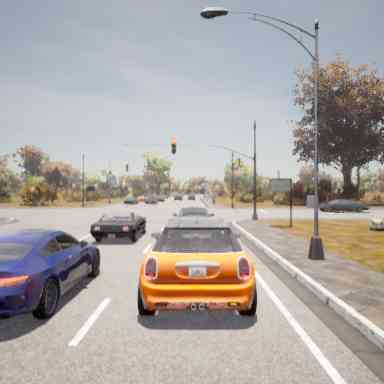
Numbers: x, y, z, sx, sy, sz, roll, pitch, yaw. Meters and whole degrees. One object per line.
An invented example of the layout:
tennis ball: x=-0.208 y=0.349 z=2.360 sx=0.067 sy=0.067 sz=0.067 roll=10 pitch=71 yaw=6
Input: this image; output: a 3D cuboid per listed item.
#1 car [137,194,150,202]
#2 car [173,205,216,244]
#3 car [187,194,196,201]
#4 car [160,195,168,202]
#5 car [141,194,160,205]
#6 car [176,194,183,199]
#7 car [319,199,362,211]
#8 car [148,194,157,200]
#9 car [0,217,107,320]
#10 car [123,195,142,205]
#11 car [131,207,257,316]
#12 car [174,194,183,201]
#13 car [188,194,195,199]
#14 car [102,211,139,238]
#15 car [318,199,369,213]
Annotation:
car: x=-10.564 y=1.306 z=73.123 sx=2.097 sy=1.767 sz=4.553 roll=0 pitch=0 yaw=0
car: x=0.085 y=1.493 z=16.636 sx=1.837 sy=1.490 sz=4.892 roll=0 pitch=0 yaw=0
car: x=-0.070 y=1.435 z=84.649 sx=1.837 sy=1.490 sz=4.892 roll=0 pitch=0 yaw=0
car: x=-7.064 y=1.428 z=73.152 sx=1.882 sy=1.535 sz=5.008 roll=0 pitch=0 yaw=0
car: x=-7.122 y=1.465 z=57.923 sx=1.837 sy=1.490 sz=4.892 roll=0 pitch=0 yaw=0
car: x=-3.539 y=1.310 z=95.055 sx=1.812 sy=1.442 sz=4.674 roll=0 pitch=0 yaw=1
car: x=17.590 y=1.536 z=39.482 sx=4.181 sy=1.385 sz=1.994 roll=0 pitch=0 yaw=3
car: x=-10.566 y=1.402 z=88.635 sx=1.882 sy=1.535 sz=5.008 roll=0 pitch=0 yaw=0
car: x=-3.406 y=1.521 z=7.211 sx=1.812 sy=1.442 sz=4.674 roll=0 pitch=0 yaw=0
car: x=-10.618 y=1.508 z=57.949 sx=2.033 sy=1.411 sz=5.357 roll=0 pitch=0 yaw=0
car: x=0.093 y=1.347 z=7.678 sx=2.097 sy=1.767 sz=4.553 roll=0 pitch=0 yaw=0
car: x=-3.570 y=1.435 z=84.647 sx=1.837 sy=1.490 sz=4.892 roll=0 pitch=0 yaw=0
car: x=-0.039 y=1.338 z=95.037 sx=1.994 sy=1.385 sz=4.181 roll=0 pitch=0 yaw=1
car: x=-3.415 y=1.590 z=16.369 sx=1.895 sy=1.301 sz=4.718 roll=0 pitch=0 yaw=0
car: x=16.180 y=1.522 z=36.049 sx=5.357 sy=1.411 sz=2.033 roll=0 pitch=0 yaw=3
